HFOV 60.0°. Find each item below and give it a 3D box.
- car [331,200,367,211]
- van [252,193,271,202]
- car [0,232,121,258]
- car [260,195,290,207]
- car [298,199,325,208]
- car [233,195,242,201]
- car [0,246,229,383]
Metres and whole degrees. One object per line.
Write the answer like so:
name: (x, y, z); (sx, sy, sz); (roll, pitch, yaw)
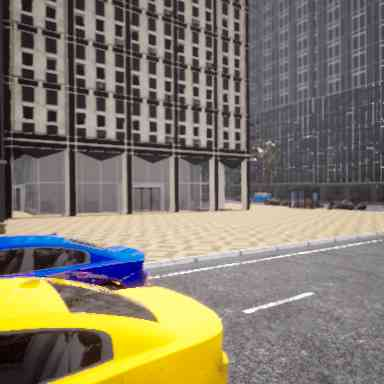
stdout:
car: (19.416, 1.618, 41.336); (1.947, 1.339, 4.313); (0, 1, -34)
van: (13.617, 1.096, 64.904); (1.690, 1.788, 3.998); (0, 1, -34)
car: (-3.129, 1.481, 5.444); (5.008, 1.535, 1.882); (1, 0, -35)
car: (13.065, 1.516, 50.766); (1.947, 1.339, 4.313); (0, 1, -34)
car: (16.223, 1.583, 46.041); (1.802, 1.307, 4.206); (0, 1, -34)
car: (10.411, 1.285, 69.600); (1.802, 1.307, 4.206); (0, 1, -34)
car: (-2.002, 1.476, 2.256); (5.008, 1.535, 1.882); (1, 0, -35)
